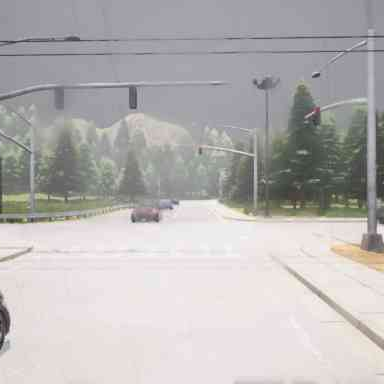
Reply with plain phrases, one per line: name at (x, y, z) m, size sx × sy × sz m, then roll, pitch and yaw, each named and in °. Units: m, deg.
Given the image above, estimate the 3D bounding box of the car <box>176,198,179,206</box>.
car at (-3.317, 1.773, 59.769) m, size 1.895 × 1.301 × 4.718 m, roll 0°, pitch 0°, yaw 2°

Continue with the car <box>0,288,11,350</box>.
car at (-3.595, 1.575, 3.070) m, size 1.994 × 1.385 × 4.181 m, roll 0°, pitch 0°, yaw 0°

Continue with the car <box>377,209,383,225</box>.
car at (14.623, 1.362, 22.123) m, size 4.553 × 1.767 × 2.097 m, roll 0°, pitch 0°, yaw 1°

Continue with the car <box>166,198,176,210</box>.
car at (-3.505, 1.660, 44.223) m, size 1.812 × 1.442 × 4.674 m, roll 0°, pitch 0°, yaw 0°

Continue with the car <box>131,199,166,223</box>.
car at (-3.555, 1.448, 26.721) m, size 2.097 × 1.767 × 4.553 m, roll 0°, pitch 0°, yaw 0°
